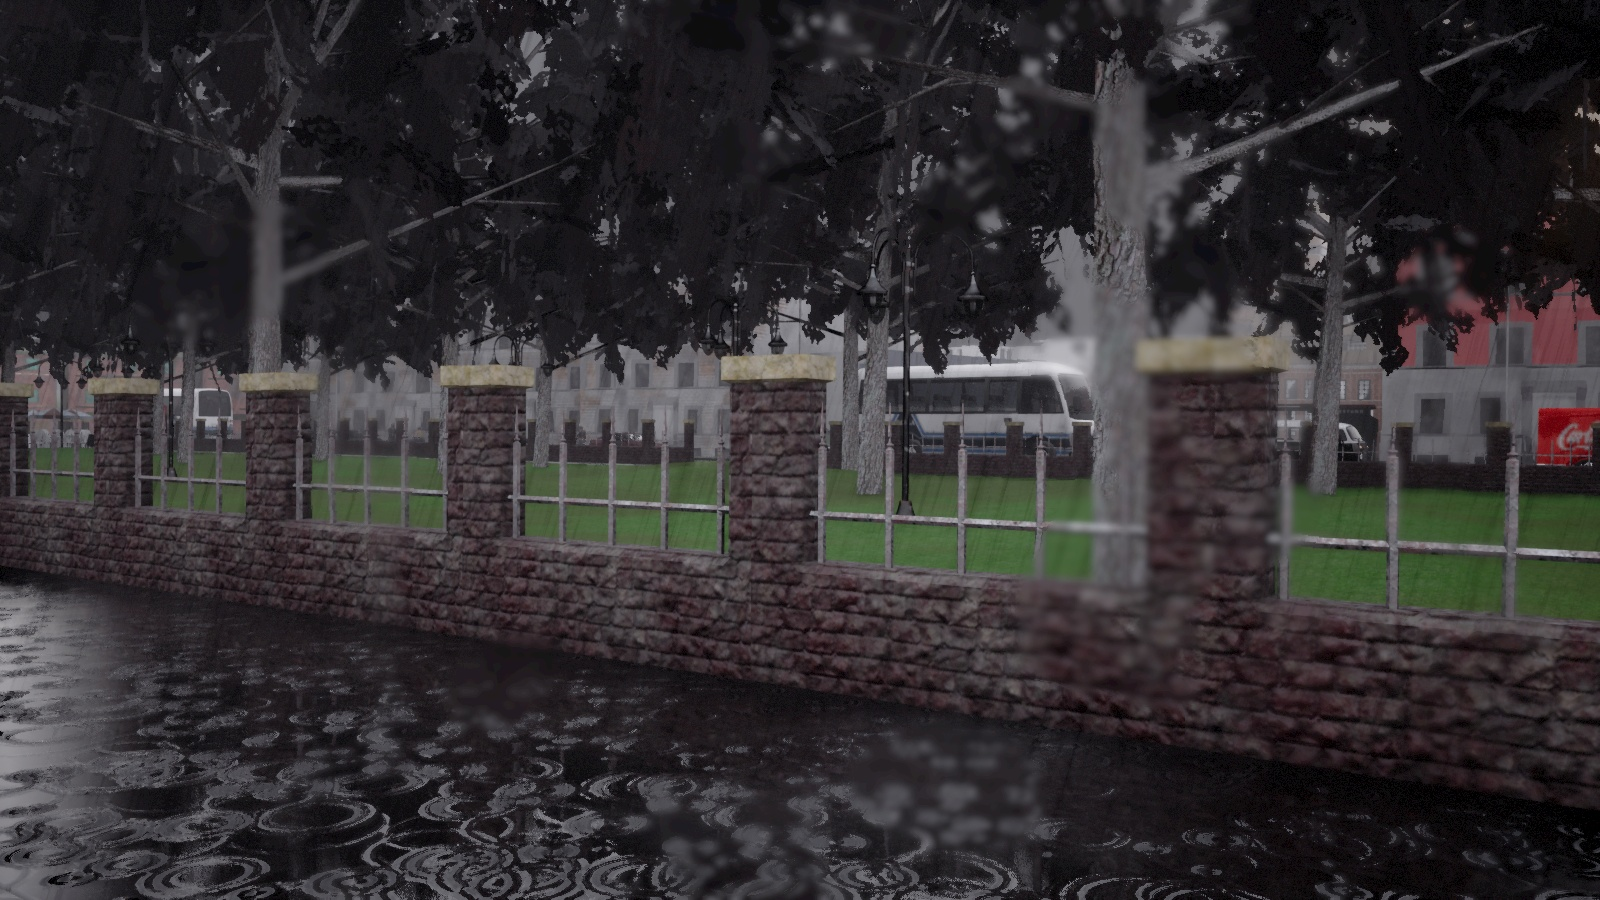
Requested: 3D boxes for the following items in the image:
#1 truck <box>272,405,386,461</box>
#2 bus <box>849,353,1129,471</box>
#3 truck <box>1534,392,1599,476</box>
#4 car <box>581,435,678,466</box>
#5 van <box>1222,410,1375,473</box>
[{"bbox_3d":[-30.653,-1.086,81.599,7.936,3.462,2.891,0,1,35],"label":"truck"},{"bbox_3d":[7.328,-1.390,49.699,10.273,4.253,3.944,0,1,35],"label":"bus"},{"bbox_3d":[24.907,-0.489,37.226,5.204,2.467,2.627,0,1,36],"label":"truck"},{"bbox_3d":[-8.264,0.002,60.824,4.674,1.442,1.812,0,1,36],"label":"car"},{"bbox_3d":[16.983,-0.284,42.855,4.480,2.038,2.069,0,1,35],"label":"van"}]
